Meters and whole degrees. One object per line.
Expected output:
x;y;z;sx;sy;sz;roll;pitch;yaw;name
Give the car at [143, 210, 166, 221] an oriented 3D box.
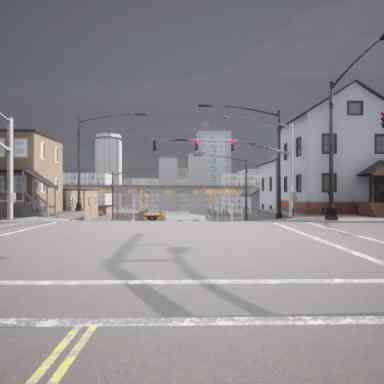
-3.702;2.536;33.562;1.882;1.535;5.008;0;-9;1;car
